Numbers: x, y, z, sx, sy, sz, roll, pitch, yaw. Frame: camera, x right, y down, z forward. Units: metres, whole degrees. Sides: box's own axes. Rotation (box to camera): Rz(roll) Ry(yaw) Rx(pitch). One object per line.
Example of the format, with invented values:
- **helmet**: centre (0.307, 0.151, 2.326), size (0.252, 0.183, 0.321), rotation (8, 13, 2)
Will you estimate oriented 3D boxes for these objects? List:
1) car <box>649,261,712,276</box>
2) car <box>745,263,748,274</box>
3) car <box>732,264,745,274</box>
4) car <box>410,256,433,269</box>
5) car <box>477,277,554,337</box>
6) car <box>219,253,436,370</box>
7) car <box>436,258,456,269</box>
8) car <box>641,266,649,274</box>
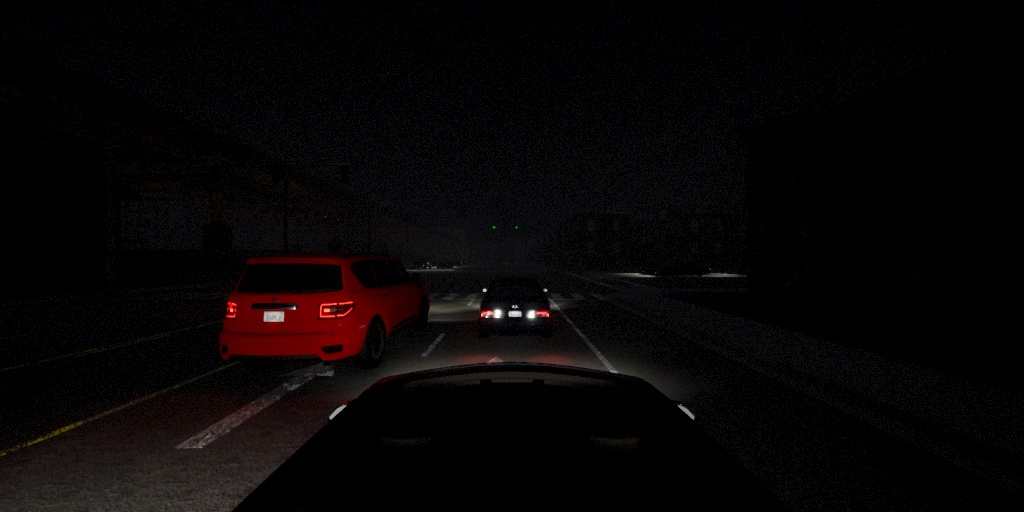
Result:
- **car**: centre (17.001, 1.297, 35.885), size (5.357, 1.411, 2.033), rotation (0, 0, 0)
- **car**: centre (26.557, 1.351, 35.876), size (4.718, 1.301, 1.895), rotation (0, 0, 0)
- **car**: centre (26.835, 1.255, 39.374), size (4.892, 1.490, 1.837), rotation (0, 0, 0)
- **car**: centre (-14.083, 0.971, 56.007), size (2.150, 2.045, 5.566), rotation (0, 0, 0)
- **car**: centre (0.084, 1.298, 10.240), size (2.033, 1.411, 5.357), rotation (0, 0, 0)
- **car**: centre (-3.425, 0.972, 7.873), size (2.150, 2.045, 5.566), rotation (0, 0, 0)
- **car**: centre (-10.584, 1.228, 56.713), size (1.882, 1.535, 5.008), rotation (0, 0, 0)
- **car**: centre (17.107, 1.297, 39.369), size (5.357, 1.411, 2.033), rotation (0, 0, 2)
